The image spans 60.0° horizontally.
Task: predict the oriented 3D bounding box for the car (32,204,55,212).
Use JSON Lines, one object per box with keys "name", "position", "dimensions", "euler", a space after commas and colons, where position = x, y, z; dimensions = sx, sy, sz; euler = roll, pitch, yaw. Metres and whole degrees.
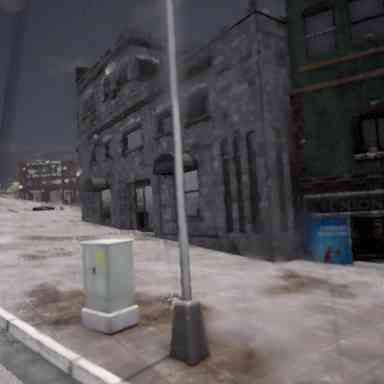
{"name": "car", "position": [-26.633, 2.864, 59.595], "dimensions": [1.895, 1.301, 4.718], "euler": [-4, -2, 5]}
